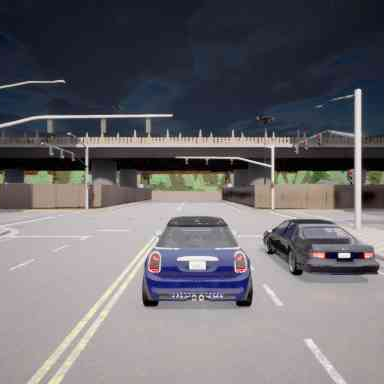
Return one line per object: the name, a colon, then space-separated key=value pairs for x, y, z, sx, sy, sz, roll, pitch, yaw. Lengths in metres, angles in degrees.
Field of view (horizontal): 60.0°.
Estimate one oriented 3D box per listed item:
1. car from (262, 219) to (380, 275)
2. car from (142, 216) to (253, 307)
car: x=3.605 y=1.547 z=10.378 sx=2.033 sy=1.411 sz=5.357 roll=0 pitch=0 yaw=0
car: x=0.104 y=1.352 z=8.159 sx=2.097 sy=1.767 sz=4.553 roll=0 pitch=0 yaw=0
